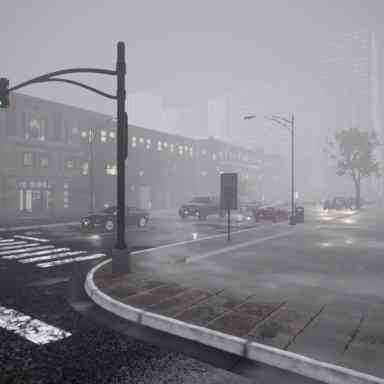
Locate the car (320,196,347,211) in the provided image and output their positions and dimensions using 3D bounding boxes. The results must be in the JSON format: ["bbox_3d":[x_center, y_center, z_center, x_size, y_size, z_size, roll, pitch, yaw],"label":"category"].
[{"bbox_3d":[19.214,1.676,45.149,1.967,1.590,4.097,0,-1,35],"label":"car"}]

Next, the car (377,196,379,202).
[{"bbox_3d":[41.485,2.037,76.774,1.802,1.307,4.206,0,-1,35],"label":"car"}]

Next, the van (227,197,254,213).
[{"bbox_3d":[5.998,1.518,40.938,1.690,1.788,3.998,0,0,35],"label":"van"}]

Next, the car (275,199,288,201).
[{"bbox_3d":[12.264,1.759,49.833,1.752,1.417,4.829,0,-1,35],"label":"car"}]

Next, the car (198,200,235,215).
[{"bbox_3d":[2.719,1.674,36.279,1.752,1.417,4.829,0,0,35],"label":"car"}]

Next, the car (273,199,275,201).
[{"bbox_3d":[9.180,1.756,45.454,2.008,1.369,4.403,0,0,35],"label":"car"}]

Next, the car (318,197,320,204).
[{"bbox_3d":[28.270,1.828,72.563,1.967,1.590,4.097,0,-1,35],"label":"car"}]

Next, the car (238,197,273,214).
[{"bbox_3d":[7.036,1.660,37.881,2.128,1.511,4.902,0,0,35],"label":"car"}]

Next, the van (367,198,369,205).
[{"bbox_3d":[31.940,1.699,63.222,1.690,1.788,3.998,0,-1,35],"label":"van"}]

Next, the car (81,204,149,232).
[{"bbox_3d":[-4.763,1.578,21.188,1.837,1.490,4.892,0,0,34],"label":"car"}]

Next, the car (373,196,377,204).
[{"bbox_3d":[38.402,1.948,72.396,1.752,1.417,4.829,0,-1,35],"label":"car"}]

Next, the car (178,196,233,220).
[{"bbox_3d":[1.124,1.341,29.507,2.150,2.045,5.566,0,0,35],"label":"car"}]

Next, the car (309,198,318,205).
[{"bbox_3d":[21.907,1.876,63.527,2.008,1.369,4.403,0,-1,35],"label":"car"}]

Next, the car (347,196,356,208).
[{"bbox_3d":[22.395,1.581,49.668,2.192,1.841,5.009,0,-1,35],"label":"car"}]

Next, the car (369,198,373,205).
[{"bbox_3d":[35.122,1.972,67.737,1.802,1.307,4.206,0,-1,35],"label":"car"}]

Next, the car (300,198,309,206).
[{"bbox_3d":[18.725,1.846,59.009,2.008,1.369,4.403,0,-1,35],"label":"car"}]

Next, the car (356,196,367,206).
[{"bbox_3d":[28.759,1.642,58.704,2.192,1.841,5.009,0,-1,35],"label":"car"}]

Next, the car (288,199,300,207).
[{"bbox_3d":[15.543,1.816,54.491,2.008,1.369,4.403,0,-1,35],"label":"car"}]

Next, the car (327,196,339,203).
[{"bbox_3d":[34.633,1.894,81.599,1.967,1.590,4.097,0,-1,35],"label":"car"}]

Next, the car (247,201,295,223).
[{"bbox_3d":[6.531,1.670,27.047,1.887,1.381,4.507,0,0,35],"label":"car"}]
